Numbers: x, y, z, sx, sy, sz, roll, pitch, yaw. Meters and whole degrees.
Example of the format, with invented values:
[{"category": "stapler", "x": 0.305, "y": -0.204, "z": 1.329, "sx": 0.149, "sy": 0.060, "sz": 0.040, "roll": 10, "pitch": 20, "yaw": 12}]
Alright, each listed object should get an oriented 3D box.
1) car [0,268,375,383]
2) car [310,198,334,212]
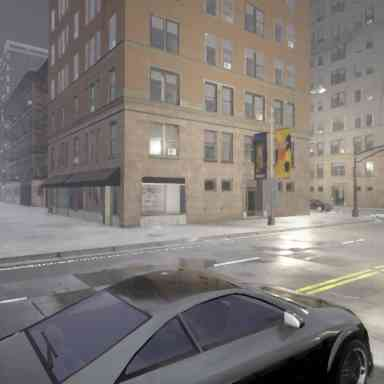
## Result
[{"category": "car", "x": 0.109, "y": 1.564, "z": 3.536, "sx": 4.181, "sy": 1.385, "sz": 1.994, "roll": 0, "pitch": 0, "yaw": -36}, {"category": "car", "x": 13.878, "y": 1.486, "z": 38.305, "sx": 1.837, "sy": 1.490, "sz": 4.892, "roll": 0, "pitch": 0, "yaw": -36}]
